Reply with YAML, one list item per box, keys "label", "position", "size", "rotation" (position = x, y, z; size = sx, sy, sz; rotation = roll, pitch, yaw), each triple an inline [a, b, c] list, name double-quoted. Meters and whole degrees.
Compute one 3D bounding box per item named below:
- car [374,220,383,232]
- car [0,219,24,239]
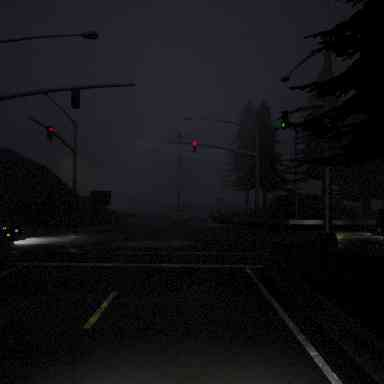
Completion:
- label: "car"
  position: [14.209, 1.867, 21.211]
  size: [4.553, 1.767, 2.097]
  rotation: [0, -1, 0]
- label: "car"
  position: [-11.261, 1.865, 17.605]
  size: [4.181, 1.385, 1.994]
  rotation: [0, -1, 0]
